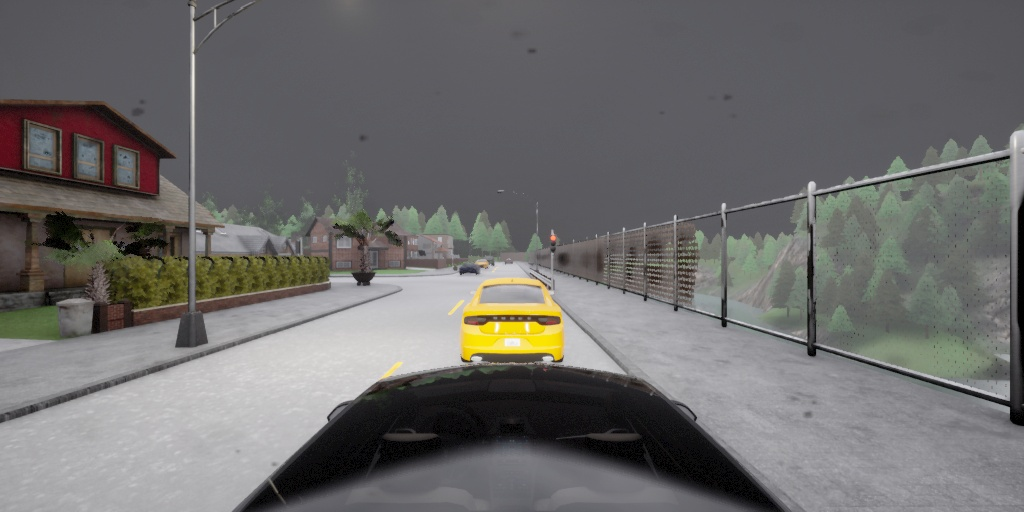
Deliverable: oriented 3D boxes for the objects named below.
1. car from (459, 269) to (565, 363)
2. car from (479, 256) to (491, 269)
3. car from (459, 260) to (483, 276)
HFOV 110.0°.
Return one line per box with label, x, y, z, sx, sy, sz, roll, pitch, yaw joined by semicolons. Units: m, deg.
car;0.002;1.228;8.197;1.882;1.535;5.008;0;0;0
car;-4.564;1.227;53.942;1.882;1.535;5.008;0;0;0
car;-4.423;1.351;37.834;1.895;1.301;4.718;0;0;-1
